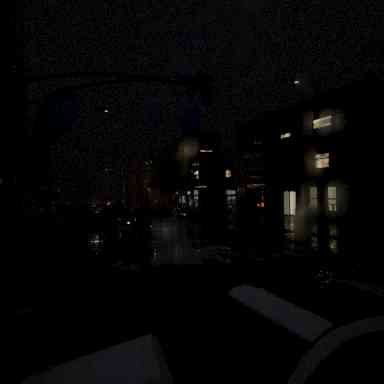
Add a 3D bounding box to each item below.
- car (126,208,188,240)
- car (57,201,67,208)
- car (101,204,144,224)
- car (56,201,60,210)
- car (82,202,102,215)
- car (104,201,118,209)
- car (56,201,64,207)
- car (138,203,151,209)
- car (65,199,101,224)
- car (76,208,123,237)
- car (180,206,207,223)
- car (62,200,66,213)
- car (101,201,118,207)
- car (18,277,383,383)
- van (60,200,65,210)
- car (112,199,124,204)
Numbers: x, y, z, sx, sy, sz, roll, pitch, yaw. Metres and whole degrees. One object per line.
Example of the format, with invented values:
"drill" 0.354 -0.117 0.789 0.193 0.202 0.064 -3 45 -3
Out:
"car" -2.132 1.861 19.040 1.994 1.385 4.181 -1 -1 -24
"car" -30.087 2.873 76.712 1.887 1.381 4.507 -2 0 -24
"car" -5.880 1.992 27.633 2.033 1.411 5.357 -1 -1 -24
"car" -23.465 2.383 61.492 2.192 1.841 5.009 -2 0 -24
"car" -13.976 2.257 46.370 2.128 1.511 4.902 -1 -1 -23
"car" -15.840 2.512 64.984 1.752 1.417 4.829 -2 0 -24
"car" -34.439 3.024 86.705 1.752 1.417 4.829 -2 0 -24
"car" -6.630 2.176 43.864 2.008 1.369 4.403 -2 0 -24
"car" -10.012 1.852 30.340 2.192 1.841 5.009 -2 0 -24
"car" -5.901 1.940 20.847 1.947 1.339 4.313 -2 0 -24
"car" -0.188 1.926 29.364 2.008 1.369 4.403 -2 0 -24
"car" -14.344 2.150 40.524 1.967 1.590 4.097 -2 0 -24
"car" -9.909 2.108 36.914 1.837 1.490 4.892 -1 -1 -23
"car" 0.779 1.530 2.639 4.674 1.442 1.812 0 0 -22
"van" -19.046 2.236 51.344 1.690 1.788 3.998 -2 0 -24
"car" -13.570 2.213 59.755 2.192 1.841 5.009 -2 0 -24
